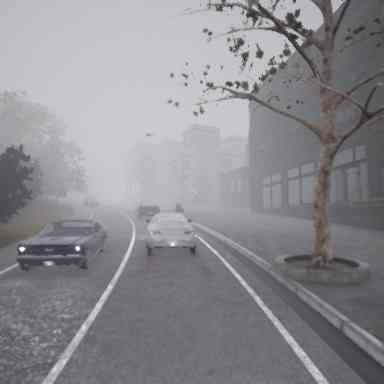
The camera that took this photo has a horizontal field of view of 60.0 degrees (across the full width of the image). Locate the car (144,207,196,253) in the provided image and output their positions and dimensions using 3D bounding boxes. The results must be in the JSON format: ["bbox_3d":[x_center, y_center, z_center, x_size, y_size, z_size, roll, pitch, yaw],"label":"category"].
[{"bbox_3d":[-0.929,1.563,13.753,1.812,1.442,4.674,0,0,-7],"label":"car"}]

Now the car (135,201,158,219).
[{"bbox_3d":[-4.118,1.585,30.394,1.882,1.535,5.008,1,-1,-14],"label":"car"}]

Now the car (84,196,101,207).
[{"bbox_3d":[-15.068,1.373,50.320,2.097,1.767,4.553,2,-1,-25],"label":"car"}]

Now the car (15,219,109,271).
[{"bbox_3d":[-4.041,1.608,11.089,1.895,1.301,4.718,0,0,-6],"label":"car"}]
